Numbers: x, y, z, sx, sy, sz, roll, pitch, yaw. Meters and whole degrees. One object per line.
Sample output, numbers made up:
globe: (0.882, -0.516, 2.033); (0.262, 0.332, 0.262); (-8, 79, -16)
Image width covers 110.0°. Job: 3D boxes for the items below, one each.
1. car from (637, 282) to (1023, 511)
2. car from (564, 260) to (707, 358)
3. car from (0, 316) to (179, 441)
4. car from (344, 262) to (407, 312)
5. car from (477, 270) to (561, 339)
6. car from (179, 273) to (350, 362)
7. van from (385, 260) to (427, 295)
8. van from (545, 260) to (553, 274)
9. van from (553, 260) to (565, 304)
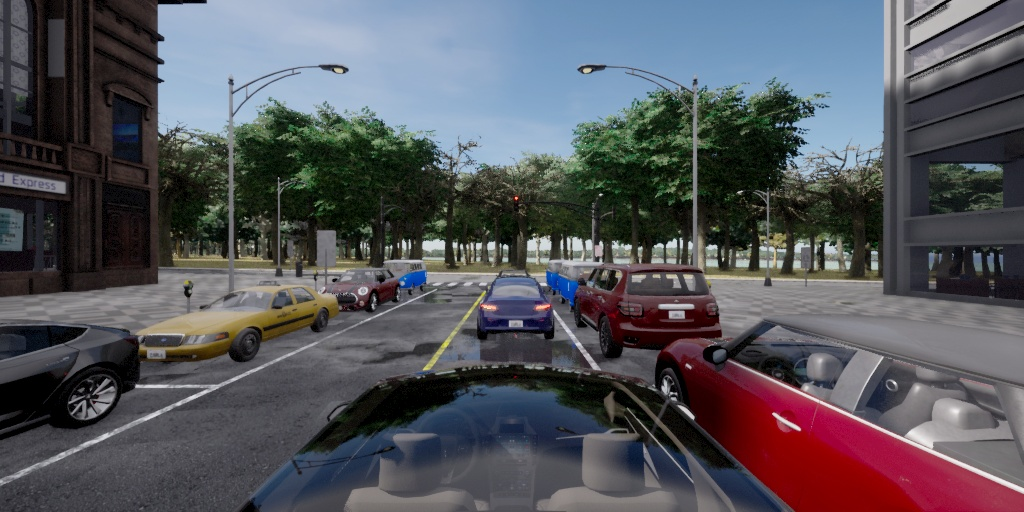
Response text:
car: (2.763, 1.190, 2.956); (1.967, 1.591, 4.097); (0, 0, 0)
car: (2.761, 1.065, 8.394); (2.192, 1.841, 5.009); (0, 0, 0)
car: (-5.763, 1.316, 2.954); (1.948, 1.339, 4.313); (0, 0, 0)
car: (-5.765, 1.190, 13.829); (1.967, 1.591, 4.097); (0, 0, 0)
car: (0.097, 1.276, 9.931); (1.812, 1.442, 4.674); (0, 0, 0)
car: (-5.764, 1.275, 8.222); (1.751, 1.417, 4.829); (0, 0, 0)
van: (-5.766, 1.092, 19.267); (1.690, 1.789, 3.998); (0, 0, 0)
van: (2.759, 1.092, 19.269); (1.690, 1.789, 3.998); (0, 0, 0)
van: (2.760, 1.091, 13.831); (1.690, 1.789, 3.998); (0, 0, 0)
